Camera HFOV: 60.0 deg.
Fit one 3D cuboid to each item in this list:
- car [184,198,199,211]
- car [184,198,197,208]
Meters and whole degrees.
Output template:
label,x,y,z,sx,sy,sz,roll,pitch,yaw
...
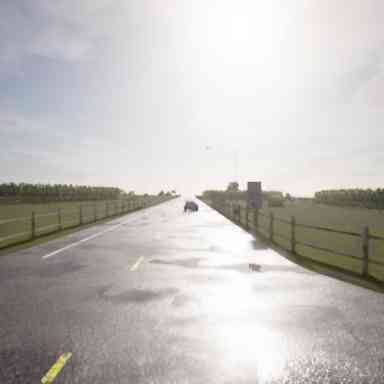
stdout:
label,x,y,z,sx,sy,sz,roll,pitch,yaw
car,-0.094,1.859,45.802,1.994,1.385,4.181,0,0,0
car,-0.258,1.851,58.062,2.128,1.511,4.902,0,0,0
